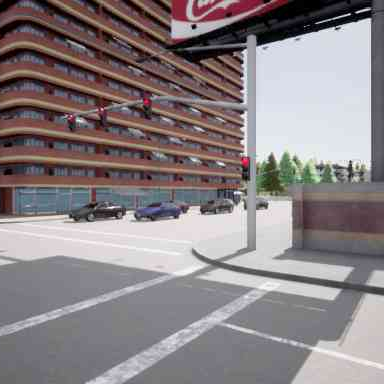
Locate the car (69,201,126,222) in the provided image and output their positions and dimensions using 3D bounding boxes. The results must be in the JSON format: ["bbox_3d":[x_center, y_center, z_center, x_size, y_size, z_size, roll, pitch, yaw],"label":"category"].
[{"bbox_3d":[-7.444,1.512,26.625,1.837,1.490,4.892,0,0,35],"label":"car"}]

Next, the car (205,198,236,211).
[{"bbox_3d":[3.679,1.533,42.393,1.812,1.442,4.674,0,0,36],"label":"car"}]

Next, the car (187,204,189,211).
[{"bbox_3d":[-2.130,1.533,34.143,1.812,1.442,4.674,0,0,35],"label":"car"}]

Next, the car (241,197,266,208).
[{"bbox_3d":[9.424,1.512,50.468,1.837,1.490,4.892,0,0,36],"label":"car"}]

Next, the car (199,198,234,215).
[{"bbox_3d":[2.649,1.511,34.861,1.837,1.490,4.892,0,0,35],"label":"car"}]

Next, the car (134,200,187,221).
[{"bbox_3d":[-2.698,1.531,27.246,1.812,1.442,4.674,0,0,35],"label":"car"}]

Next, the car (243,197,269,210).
[{"bbox_3d":[8.362,1.531,42.937,1.812,1.442,4.674,0,0,36],"label":"car"}]
